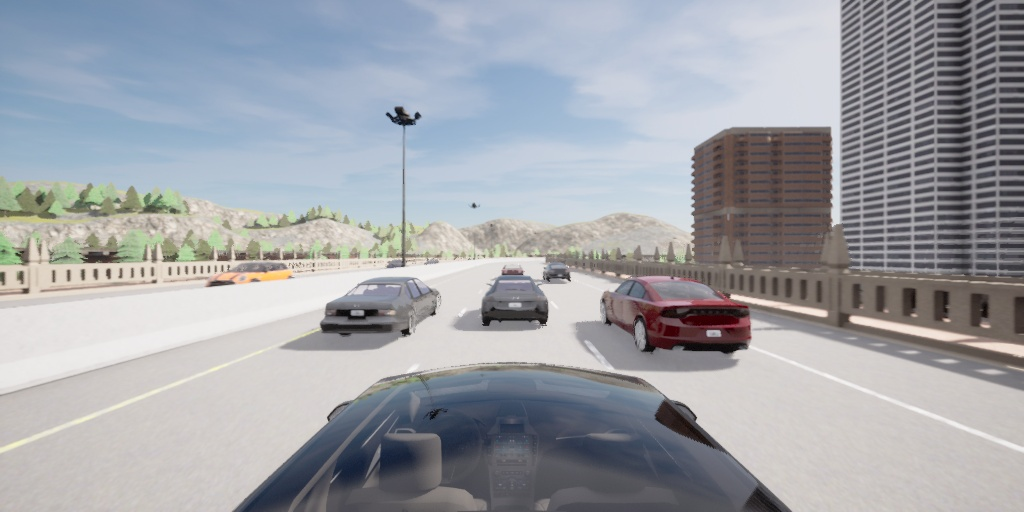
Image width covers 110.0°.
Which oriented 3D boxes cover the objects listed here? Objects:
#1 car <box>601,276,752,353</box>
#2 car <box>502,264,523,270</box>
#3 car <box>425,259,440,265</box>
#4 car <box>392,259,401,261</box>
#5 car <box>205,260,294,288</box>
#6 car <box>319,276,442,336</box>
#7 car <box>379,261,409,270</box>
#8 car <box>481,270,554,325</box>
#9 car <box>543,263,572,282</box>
[{"bbox_3d":[3.589,1.228,8.850,1.882,1.535,5.008,0,0,0],"label":"car"},{"bbox_3d":[0.064,1.357,31.675,1.895,1.301,4.718,0,0,0],"label":"car"},{"bbox_3d":[-14.079,1.291,63.716,2.128,1.511,4.902,0,0,0],"label":"car"},{"bbox_3d":[-17.582,1.277,55.164,1.837,1.490,4.892,0,-1,0],"label":"car"},{"bbox_3d":[-14.116,1.112,19.623,2.097,1.767,4.553,0,0,0],"label":"car"},{"bbox_3d":[-3.410,1.301,10.409,2.033,1.411,5.357,0,0,0],"label":"car"},{"bbox_3d":[-10.620,1.362,33.055,1.895,1.301,4.718,0,0,0],"label":"car"},{"bbox_3d":[0.087,1.316,11.856,1.994,1.385,4.181,0,0,0],"label":"car"},{"bbox_3d":[3.566,1.280,28.914,1.812,1.442,4.674,0,0,0],"label":"car"}]
